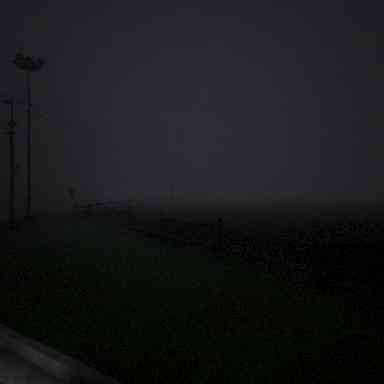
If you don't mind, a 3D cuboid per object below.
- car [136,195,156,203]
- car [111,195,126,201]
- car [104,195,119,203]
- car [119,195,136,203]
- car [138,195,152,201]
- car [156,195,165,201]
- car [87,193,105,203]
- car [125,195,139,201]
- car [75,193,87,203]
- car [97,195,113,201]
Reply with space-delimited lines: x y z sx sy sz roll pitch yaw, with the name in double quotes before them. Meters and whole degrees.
"car" -9.908 1.654 71.895 1.895 1.301 4.718 0 0 10
"car" -18.460 1.512 83.607 1.895 1.301 4.718 0 0 10
"car" -16.796 1.662 73.141 1.895 1.301 4.718 0 0 10
"car" -13.432 1.530 72.078 1.882 1.535 5.008 0 0 10
"car" -11.572 1.504 82.361 1.895 1.301 4.718 0 0 10
"car" -8.133 1.382 81.709 1.882 1.535 5.008 0 0 10
"car" -20.315 1.285 73.354 2.150 2.045 5.566 0 0 10
"car" -15.016 1.508 82.984 1.895 1.301 4.718 0 0 10
"car" -23.759 1.290 73.977 2.150 2.045 5.566 0 0 10
"car" -21.910 1.447 84.200 2.128 1.511 4.902 0 0 10
